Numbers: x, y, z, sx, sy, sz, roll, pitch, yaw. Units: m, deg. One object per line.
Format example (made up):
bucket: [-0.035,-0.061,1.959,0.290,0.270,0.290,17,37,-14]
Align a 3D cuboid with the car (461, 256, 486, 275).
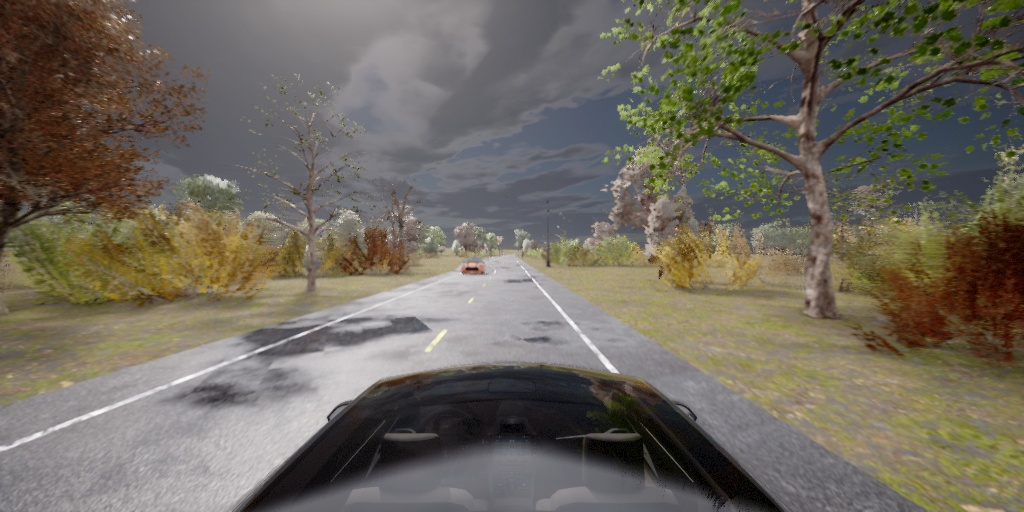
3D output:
car: [-3.765,0.928,35.583,2.097,1.767,4.553,0,0,-1]
